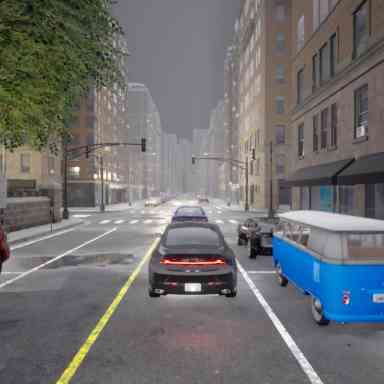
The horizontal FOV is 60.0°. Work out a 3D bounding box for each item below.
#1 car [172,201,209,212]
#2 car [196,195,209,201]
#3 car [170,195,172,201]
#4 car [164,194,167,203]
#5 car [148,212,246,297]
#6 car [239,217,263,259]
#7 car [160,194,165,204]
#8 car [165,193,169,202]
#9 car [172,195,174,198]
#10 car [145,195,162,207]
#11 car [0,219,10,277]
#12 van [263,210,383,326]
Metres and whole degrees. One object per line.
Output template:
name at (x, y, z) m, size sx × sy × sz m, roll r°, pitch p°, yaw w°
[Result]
car at (-0.104, 1.472, 18.032) m, size 1.882 × 1.535 × 5.008 m, roll 0°, pitch 0°, yaw 0°
car at (2.336, 1.409, 66.830) m, size 1.967 × 1.590 × 4.097 m, roll 0°, pitch 0°, yaw 0°
car at (-6.273, 1.522, 77.628) m, size 2.008 × 1.369 × 4.403 m, roll 0°, pitch 0°, yaw 0°
car at (-6.145, 1.514, 61.276) m, size 1.887 × 1.381 × 4.507 m, roll 0°, pitch 0°, yaw 0°
car at (0.009, 1.503, 8.536) m, size 1.837 × 1.490 × 4.892 m, roll 0°, pitch 0°, yaw 0°
car at (2.764, 1.563, 12.455) m, size 1.947 × 1.339 × 4.313 m, roll 0°, pitch 0°, yaw 0°
car at (-6.102, 1.521, 55.825) m, size 2.008 × 1.369 × 4.403 m, roll 0°, pitch 0°, yaw 0°
car at (-6.188, 1.514, 66.727) m, size 1.887 × 1.381 × 4.507 m, roll 0°, pitch 0°, yaw 0°
car at (-6.317, 1.289, 83.079) m, size 2.192 × 1.841 × 5.009 m, roll 0°, pitch 0°, yaw 0°
car at (-6.058, 1.497, 50.205) m, size 1.752 × 1.417 × 4.829 m, roll 0°, pitch 0°, yaw 0°
car at (-5.717, 1.314, 6.688) m, size 2.192 × 1.841 × 5.009 m, roll 0°, pitch 0°, yaw 0°
van at (2.808, 1.340, 6.795) m, size 1.690 × 1.788 × 3.998 m, roll 0°, pitch 0°, yaw 0°
